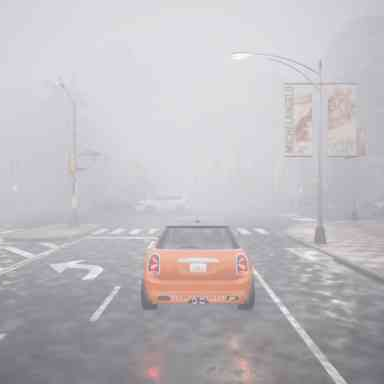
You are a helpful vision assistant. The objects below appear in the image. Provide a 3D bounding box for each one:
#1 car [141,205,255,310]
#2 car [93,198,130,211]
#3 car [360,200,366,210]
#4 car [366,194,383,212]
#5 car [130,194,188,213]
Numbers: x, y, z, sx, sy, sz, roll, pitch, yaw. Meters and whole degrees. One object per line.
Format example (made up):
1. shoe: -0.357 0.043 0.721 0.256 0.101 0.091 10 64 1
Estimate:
1. car: 0.112 1.352 7.994 2.097 1.767 4.553 0 0 0
2. car: -9.403 1.505 40.111 4.892 1.490 1.837 0 0 1
3. car: 23.206 1.221 39.772 5.566 2.045 2.150 0 0 1
4. car: 22.079 1.352 36.276 4.553 1.767 2.097 0 0 1
5. car: -3.070 1.220 34.325 5.566 2.045 2.150 0 -1 -26
